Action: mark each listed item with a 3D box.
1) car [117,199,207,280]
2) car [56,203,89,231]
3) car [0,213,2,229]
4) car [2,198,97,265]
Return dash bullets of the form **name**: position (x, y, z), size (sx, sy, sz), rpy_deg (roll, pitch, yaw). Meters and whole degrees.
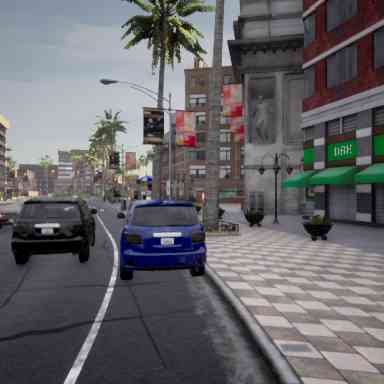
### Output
- **car**: position (-1.082, 1.219, 10.223), size (2.150, 2.045, 5.566), rpy_deg (0, 0, -11)
- **car**: position (-7.624, 1.519, 21.568), size (1.812, 1.442, 4.674), rpy_deg (0, 0, -17)
- **car**: position (-11.227, 1.516, 21.720), size (1.812, 1.442, 4.674), rpy_deg (0, 0, -18)
- **car**: position (-4.738, 1.216, 12.068), size (2.150, 2.045, 5.566), rpy_deg (0, 0, -13)
